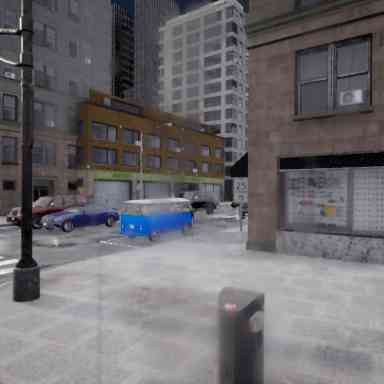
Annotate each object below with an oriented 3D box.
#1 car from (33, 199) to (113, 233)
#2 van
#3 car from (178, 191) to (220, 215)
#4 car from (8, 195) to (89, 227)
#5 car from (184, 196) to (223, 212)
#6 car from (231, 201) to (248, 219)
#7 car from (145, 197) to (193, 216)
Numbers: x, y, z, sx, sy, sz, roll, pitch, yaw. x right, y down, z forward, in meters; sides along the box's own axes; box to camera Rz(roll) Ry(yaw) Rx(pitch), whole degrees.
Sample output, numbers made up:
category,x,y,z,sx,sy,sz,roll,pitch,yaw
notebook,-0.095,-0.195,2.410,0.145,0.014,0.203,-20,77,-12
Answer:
category,x,y,z,sx,sy,sz,roll,pitch,yaw
car,-6.201,1.351,18.938,1.812,1.442,4.674,0,1,35
van,-1.462,1.208,15.465,1.690,1.788,3.998,1,1,35
car,-0.109,0.918,27.556,2.150,2.045,5.566,0,1,35
car,-8.424,1.123,20.384,2.192,1.841,5.009,1,1,35
car,1.285,1.167,34.131,1.947,1.339,4.313,1,2,35
car,5.010,1.280,24.629,2.008,1.369,4.403,1,1,35
car,-1.952,1.215,29.549,1.887,1.381,4.507,1,1,35
